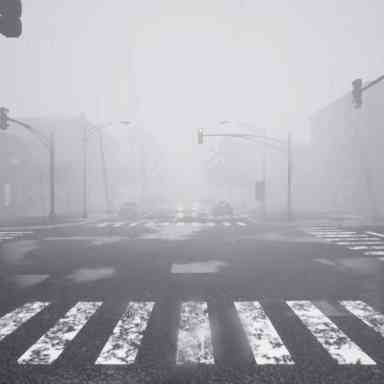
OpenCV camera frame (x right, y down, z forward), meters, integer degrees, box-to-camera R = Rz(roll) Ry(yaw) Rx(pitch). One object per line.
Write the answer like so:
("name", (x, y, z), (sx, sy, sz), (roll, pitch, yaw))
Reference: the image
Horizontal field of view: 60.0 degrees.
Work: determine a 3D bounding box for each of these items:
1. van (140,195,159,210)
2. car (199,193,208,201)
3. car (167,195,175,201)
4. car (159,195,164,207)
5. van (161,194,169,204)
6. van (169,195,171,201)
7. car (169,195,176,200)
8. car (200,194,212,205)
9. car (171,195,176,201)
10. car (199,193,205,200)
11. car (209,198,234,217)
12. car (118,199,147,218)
("van", (-5.530, 1.333, 41.508), (1.690, 1.788, 3.998), (0, 0, 0))
("car", (3.026, 1.296, 85.845), (2.192, 1.841, 5.009), (-1, 0, 0))
("car", (-5.352, 1.526, 85.879), (1.887, 1.381, 4.507), (0, 0, 0))
("car", (-5.507, 1.536, 47.055), (1.887, 1.381, 4.507), (0, 0, 0))
("van", (-5.465, 1.329, 58.147), (1.690, 1.788, 3.998), (0, 0, 0))
("van", (-5.442, 1.328, 63.693), (1.690, 1.788, 3.998), (0, 0, 0))
("car", (-5.331, 1.562, 91.424), (1.802, 1.307, 4.206), (0, 0, 0))
("car", (2.918, 1.539, 58.114), (2.008, 1.369, 4.403), (-1, 0, 0))
("car", (-5.375, 1.549, 80.332), (1.947, 1.339, 4.313), (0, 0, 0))
("car", (2.984, 1.550, 74.752), (1.947, 1.339, 4.313), (-1, 0, 0))
("car", (2.808, 1.520, 30.552), (1.752, 1.417, 4.829), (-1, 0, 0))
("car", (-5.572, 1.577, 30.416), (1.802, 1.307, 4.206), (0, 0, 0))
